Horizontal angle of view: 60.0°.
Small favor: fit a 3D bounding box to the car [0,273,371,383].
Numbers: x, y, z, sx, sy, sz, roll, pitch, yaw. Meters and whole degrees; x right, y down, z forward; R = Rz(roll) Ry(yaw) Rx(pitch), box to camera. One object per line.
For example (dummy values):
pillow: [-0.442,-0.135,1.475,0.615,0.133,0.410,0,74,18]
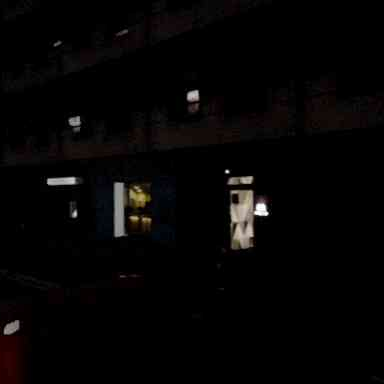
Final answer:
car: [-0.664,1.534,3.361,4.507,1.381,1.887,0,-1,36]
